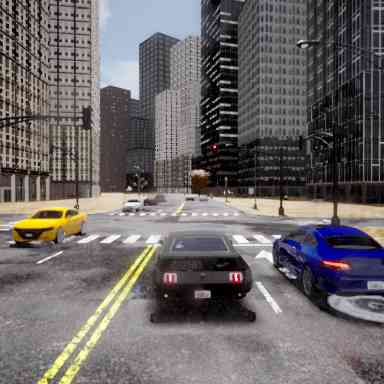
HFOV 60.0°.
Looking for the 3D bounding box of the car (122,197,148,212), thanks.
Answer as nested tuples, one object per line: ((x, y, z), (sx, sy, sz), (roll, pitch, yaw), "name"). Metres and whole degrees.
((-6.646, 1.495, 38.041), (1.812, 1.442, 4.674), (0, 0, 2), "car")

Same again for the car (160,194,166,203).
((-6.560, 1.263, 68.656), (2.097, 1.767, 4.553), (0, 0, -1), "car")

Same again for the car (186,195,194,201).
((-0.503, 1.467, 80.504), (1.895, 1.301, 4.718), (0, 0, -4), "car")

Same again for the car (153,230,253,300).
((0.104, 1.597, 8.347), (1.895, 1.301, 4.718), (0, 0, -3), "car")

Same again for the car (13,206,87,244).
((-6.589, 1.476, 15.940), (1.882, 1.535, 5.008), (0, 0, 0), "car")

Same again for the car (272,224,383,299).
((3.346, 1.522, 8.318), (1.812, 1.442, 4.674), (0, 0, 1), "car")

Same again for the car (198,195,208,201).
((2.746, 1.394, 80.620), (1.812, 1.442, 4.674), (0, 0, -4), "car")

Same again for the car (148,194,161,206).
((-6.565, 1.503, 53.173), (1.994, 1.385, 4.181), (0, 0, 0), "car")
